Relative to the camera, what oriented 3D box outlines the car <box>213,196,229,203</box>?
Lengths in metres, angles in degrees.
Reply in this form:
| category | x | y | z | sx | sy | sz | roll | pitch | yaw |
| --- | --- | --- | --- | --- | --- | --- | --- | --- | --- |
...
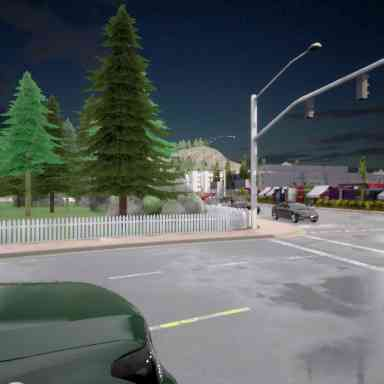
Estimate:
| category | x | y | z | sx | sy | sz | roll | pitch | yaw |
| --- | --- | --- | --- | --- | --- | --- | --- | --- | --- |
| car | 6.086 | 1.559 | 71.154 | 1.837 | 1.490 | 4.892 | 0 | 0 | -16 |

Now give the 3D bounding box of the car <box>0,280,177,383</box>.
| category | x | y | z | sx | sy | sz | roll | pitch | yaw |
| --- | --- | --- | --- | --- | --- | --- | --- | --- | --- |
| car | -2.756 | 1.221 | 1.670 | 5.566 | 2.045 | 2.150 | 0 | 0 | -36 |

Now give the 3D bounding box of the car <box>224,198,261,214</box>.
| category | x | y | z | sx | sy | sz | roll | pitch | yaw |
| --- | --- | --- | --- | --- | --- | --- | --- | --- | --- |
| car | 5.454 | 1.656 | 35.245 | 1.895 | 1.301 | 4.718 | 0 | 0 | -16 |

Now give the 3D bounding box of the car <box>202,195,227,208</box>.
| category | x | y | z | sx | sy | sz | roll | pitch | yaw |
| --- | --- | --- | --- | --- | --- | --- | --- | --- | --- |
| car | 2.835 | 1.547 | 44.230 | 2.128 | 1.511 | 4.902 | 0 | 0 | -16 |

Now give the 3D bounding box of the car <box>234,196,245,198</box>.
| category | x | y | z | sx | sy | sz | roll | pitch | yaw |
| --- | --- | --- | --- | --- | --- | --- | --- | --- | --- |
| car | 8.704 | 1.547 | 62.289 | 2.128 | 1.511 | 4.902 | 0 | 0 | -16 |

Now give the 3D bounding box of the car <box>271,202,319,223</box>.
| category | x | y | z | sx | sy | sz | roll | pitch | yaw |
| --- | --- | --- | --- | --- | --- | --- | --- | --- | --- |
| car | 8.046 | 1.560 | 26.339 | 1.837 | 1.490 | 4.892 | 0 | 0 | -14 |

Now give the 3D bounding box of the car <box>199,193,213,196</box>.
| category | x | y | z | sx | sy | sz | roll | pitch | yaw |
| --- | --- | --- | --- | --- | --- | --- | --- | --- | --- |
| car | 2.939 | 1.277 | 69.605 | 2.150 | 2.045 | 5.566 | 0 | 0 | -17 |
